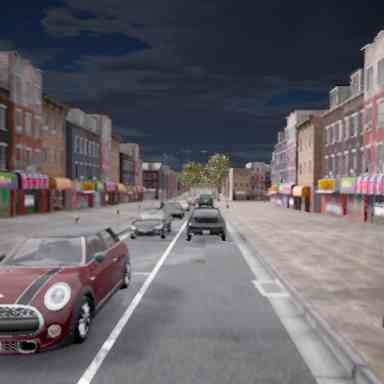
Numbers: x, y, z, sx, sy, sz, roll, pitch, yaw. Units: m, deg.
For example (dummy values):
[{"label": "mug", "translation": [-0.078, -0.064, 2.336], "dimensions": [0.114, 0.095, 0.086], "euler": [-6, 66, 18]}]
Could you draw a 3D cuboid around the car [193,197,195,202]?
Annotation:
[{"label": "car", "translation": [-0.488, 1.584, 55.160], "dimensions": [1.967, 1.590, 4.097], "euler": [-1, 0, 2]}]

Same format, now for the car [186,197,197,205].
[{"label": "car", "translation": [-0.049, 1.780, 66.044], "dimensions": [2.008, 1.369, 4.403], "euler": [-1, -1, 2]}]

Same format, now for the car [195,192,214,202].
[{"label": "car", "translation": [1.945, 1.332, 46.906], "dimensions": [2.150, 2.045, 5.566], "euler": [0, 0, 2]}]

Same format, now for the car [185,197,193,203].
[{"label": "car", "translation": [-1.147, 1.571, 38.661], "dimensions": [1.752, 1.417, 4.829], "euler": [-1, 0, 2]}]

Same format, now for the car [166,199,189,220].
[{"label": "car", "translation": [-1.576, 1.571, 27.945], "dimensions": [1.947, 1.339, 4.313], "euler": [-1, 0, 2]}]

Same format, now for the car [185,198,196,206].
[{"label": "car", "translation": [-0.264, 1.767, 60.597], "dimensions": [1.802, 1.307, 4.206], "euler": [-1, 0, 2]}]

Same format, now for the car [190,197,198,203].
[{"label": "car", "translation": [0.607, 1.959, 82.374], "dimensions": [1.802, 1.307, 4.206], "euler": [-1, -1, 2]}]

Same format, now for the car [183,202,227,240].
[{"label": "car", "translation": [0.732, 1.510, 17.022], "dimensions": [1.837, 1.490, 4.892], "euler": [0, 0, 2]}]

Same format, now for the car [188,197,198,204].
[{"label": "car", "translation": [0.169, 1.827, 71.489], "dimensions": [2.008, 1.369, 4.403], "euler": [-1, -1, 2]}]

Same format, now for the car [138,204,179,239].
[{"label": "car", "translation": [-2.013, 1.534, 17.057], "dimensions": [2.008, 1.369, 4.403], "euler": [-1, 0, 2]}]

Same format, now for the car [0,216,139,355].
[{"label": "car", "translation": [-2.452, 1.419, 6.172], "dimensions": [1.967, 1.590, 4.097], "euler": [-1, 0, 2]}]
